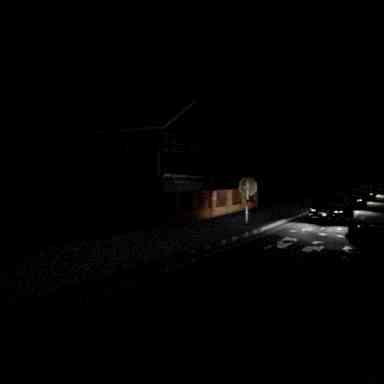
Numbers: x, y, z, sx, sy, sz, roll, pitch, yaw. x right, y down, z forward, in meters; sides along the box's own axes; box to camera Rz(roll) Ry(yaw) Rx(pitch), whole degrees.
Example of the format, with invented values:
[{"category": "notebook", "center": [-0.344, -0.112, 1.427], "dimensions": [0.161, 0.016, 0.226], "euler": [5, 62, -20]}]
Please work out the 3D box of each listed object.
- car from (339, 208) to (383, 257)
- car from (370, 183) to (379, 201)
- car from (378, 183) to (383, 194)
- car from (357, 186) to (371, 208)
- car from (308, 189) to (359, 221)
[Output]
[{"category": "car", "center": [6.435, 1.414, 8.925], "dimensions": [1.895, 1.301, 4.718], "euler": [1, 3, -15]}, {"category": "car", "center": [18.231, 0.122, 35.036], "dimensions": [1.812, 1.442, 4.674], "euler": [3, 4, 32]}, {"category": "car", "center": [26.685, -0.528, 48.173], "dimensions": [2.128, 1.511, 4.902], "euler": [3, 4, 32]}, {"category": "car", "center": [13.015, 0.493, 26.846], "dimensions": [1.812, 1.442, 4.674], "euler": [3, 4, 32]}, {"category": "car", "center": [8.096, 0.820, 19.107], "dimensions": [1.837, 1.490, 4.892], "euler": [3, 4, 32]}]
